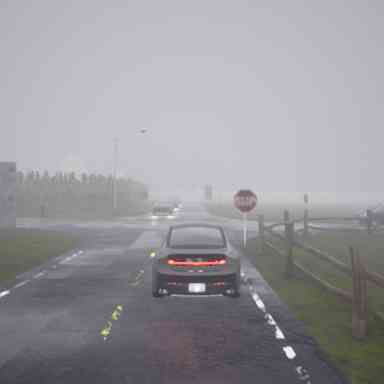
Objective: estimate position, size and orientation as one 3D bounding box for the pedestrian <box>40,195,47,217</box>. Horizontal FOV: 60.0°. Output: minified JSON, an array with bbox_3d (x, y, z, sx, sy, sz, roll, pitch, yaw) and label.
[{"bbox_3d":[-12.217,1.122,27.267,0.375,1.860,0.375,0,-1,0],"label":"pedestrian"}]

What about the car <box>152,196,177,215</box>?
[{"bbox_3d":[-2.903,1.460,33.915,1.882,1.535,5.008,0,0,0],"label":"car"}]

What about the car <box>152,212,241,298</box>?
[{"bbox_3d":[0.087,1.500,8.505,1.837,1.490,4.892,0,0,0],"label":"car"}]

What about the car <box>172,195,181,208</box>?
[{"bbox_3d":[-2.918,1.453,47.307,1.882,1.535,5.008,0,0,0],"label":"car"}]

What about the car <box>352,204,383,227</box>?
[{"bbox_3d":[14.277,1.634,24.365,4.553,1.767,2.097,1,0,0],"label":"car"}]
